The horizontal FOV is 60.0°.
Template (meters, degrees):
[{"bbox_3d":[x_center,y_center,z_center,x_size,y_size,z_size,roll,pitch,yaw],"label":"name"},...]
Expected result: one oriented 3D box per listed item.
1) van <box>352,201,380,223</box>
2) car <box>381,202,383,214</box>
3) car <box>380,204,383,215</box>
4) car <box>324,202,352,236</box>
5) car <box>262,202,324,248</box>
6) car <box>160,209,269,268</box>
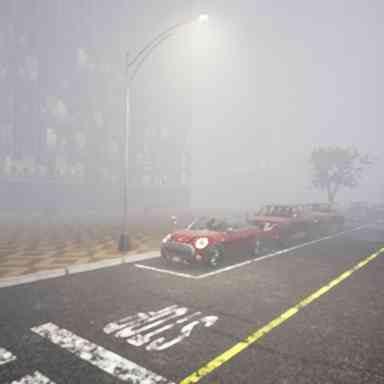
[{"bbox_3d":[14.964,1.692,29.241,1.690,1.788,3.998,1,0,39],"label":"van"},{"bbox_3d":[25.495,2.052,42.288,1.752,1.417,4.829,1,0,39],"label":"car"},{"bbox_3d":[22.054,2.053,38.027,1.802,1.307,4.206,1,0,39],"label":"car"},{"bbox_3d":[7.871,1.543,20.455,2.192,1.841,5.009,1,0,39],"label":"car"},{"bbox_3d":[4.324,1.479,16.062,2.192,1.841,5.009,1,0,39],"label":"car"},{"bbox_3d":[0.776,1.540,11.668,1.967,1.590,4.097,1,0,39],"label":"car"}]
